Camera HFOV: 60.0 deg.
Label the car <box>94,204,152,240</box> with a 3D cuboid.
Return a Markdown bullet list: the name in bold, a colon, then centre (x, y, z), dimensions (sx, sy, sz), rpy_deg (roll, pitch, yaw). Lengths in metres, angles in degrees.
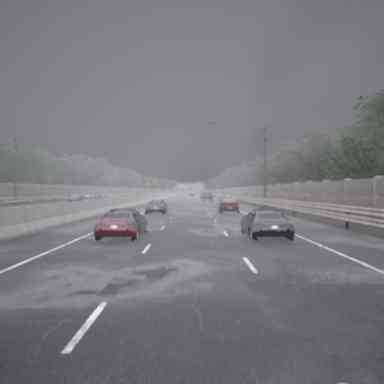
- **car**: centre (-3.402, 1.488, 16.513), dimensions (1.994, 1.385, 4.181), rpy_deg (0, 0, 0)

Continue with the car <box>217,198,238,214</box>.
- **car**: centre (3.595, 1.334, 33.916), dimensions (1.882, 1.535, 5.008), rpy_deg (0, 0, 0)

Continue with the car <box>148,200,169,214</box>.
- **car**: centre (-3.405, 1.424, 32.893), dimensions (1.994, 1.385, 4.181), rpy_deg (0, 0, 0)

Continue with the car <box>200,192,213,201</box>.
- **car**: centre (3.490, 0.949, 74.141), dimensions (2.150, 2.045, 5.566), rpy_deg (0, 0, 0)

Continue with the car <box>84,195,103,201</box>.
- **car**: centre (-17.525, 1.272, 60.812), dimensions (1.837, 1.490, 4.892), rpy_deg (0, 0, 0)

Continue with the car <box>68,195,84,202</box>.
- **car**: centre (-21.023, 1.244, 60.676), dimensions (1.882, 1.535, 5.008), rpy_deg (0, 0, 0)

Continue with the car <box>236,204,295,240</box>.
- **car**: centre (3.598, 1.489, 16.449), dimensions (1.994, 1.385, 4.181), rpy_deg (0, 0, 0)

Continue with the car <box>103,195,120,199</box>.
- **car**: centre (-14.037, 1.246, 60.281), dimensions (1.882, 1.535, 5.008), rpy_deg (0, 0, 1)
